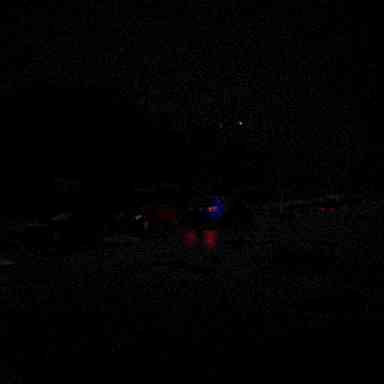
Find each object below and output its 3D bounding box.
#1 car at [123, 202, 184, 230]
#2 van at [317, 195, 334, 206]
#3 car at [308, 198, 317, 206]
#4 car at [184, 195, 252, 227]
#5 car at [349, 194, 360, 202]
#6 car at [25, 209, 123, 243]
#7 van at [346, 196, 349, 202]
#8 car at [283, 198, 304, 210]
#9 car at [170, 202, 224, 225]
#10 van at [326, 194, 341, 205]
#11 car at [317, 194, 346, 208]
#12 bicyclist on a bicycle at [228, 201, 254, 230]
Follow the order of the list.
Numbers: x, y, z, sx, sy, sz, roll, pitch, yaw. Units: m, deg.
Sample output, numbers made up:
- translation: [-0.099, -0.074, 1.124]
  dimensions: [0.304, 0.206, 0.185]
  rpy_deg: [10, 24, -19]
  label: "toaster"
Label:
- translation: [-2.711, 1.458, 20.950]
  dimensions: [1.967, 1.590, 4.097]
  rpy_deg: [0, 0, 36]
  label: "car"
- translation: [22.711, 1.341, 56.509]
  dimensions: [1.690, 1.788, 3.998]
  rpy_deg: [0, 0, 36]
  label: "van"
- translation: [19.533, 1.578, 52.064]
  dimensions: [1.802, 1.307, 4.206]
  rpy_deg: [0, 0, 36]
  label: "car"
- translation: [2.144, 1.234, 23.135]
  dimensions: [2.150, 2.045, 5.566]
  rpy_deg: [0, 0, 36]
  label: "car"
- translation: [35.424, 1.567, 74.289]
  dimensions: [2.008, 1.369, 4.403]
  rpy_deg: [0, 0, 36]
  label: "car"
- translation: [-5.887, 1.568, 16.504]
  dimensions: [1.887, 1.381, 4.507]
  rpy_deg: [0, 0, 36]
  label: "car"
- translation: [29.068, 1.349, 65.399]
  dimensions: [1.690, 1.788, 3.998]
  rpy_deg: [0, 0, 36]
  label: "van"
- translation: [13.080, 1.517, 43.037]
  dimensions: [1.752, 1.417, 4.829]
  rpy_deg: [0, 0, 36]
  label: "car"
- translation: [0.467, 1.557, 25.395]
  dimensions: [1.887, 1.381, 4.507]
  rpy_deg: [0, 0, 36]
  label: "car"
- translation: [25.889, 1.345, 60.954]
  dimensions: [1.690, 1.788, 3.998]
  rpy_deg: [0, 0, 36]
  label: "van"
- translation: [20.453, 1.485, 48.659]
  dimensions: [2.128, 1.511, 4.902]
  rpy_deg: [0, 0, 36]
  label: "car"
- translation: [2.784, 1.317, 18.930]
  dimensions: [1.656, 1.620, 0.582]
  rpy_deg: [0, 0, 36]
  label: "bicyclist on a bicycle"
